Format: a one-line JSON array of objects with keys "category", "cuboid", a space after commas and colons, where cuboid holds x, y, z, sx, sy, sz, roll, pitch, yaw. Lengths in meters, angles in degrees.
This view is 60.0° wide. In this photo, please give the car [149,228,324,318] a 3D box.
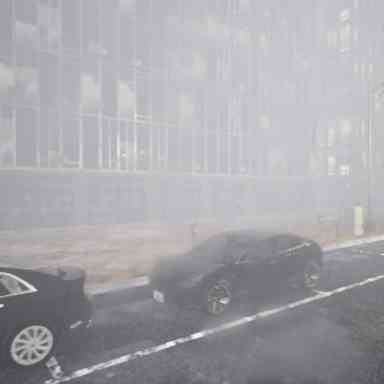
[{"category": "car", "cuboid": [1.160, 1.530, 7.385, 4.313, 1.339, 1.947, 0, 1, -36]}]

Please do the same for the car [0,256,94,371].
[{"category": "car", "cuboid": [-3.474, 1.555, 4.078, 4.403, 1.369, 2.008, 0, 1, -36]}]
